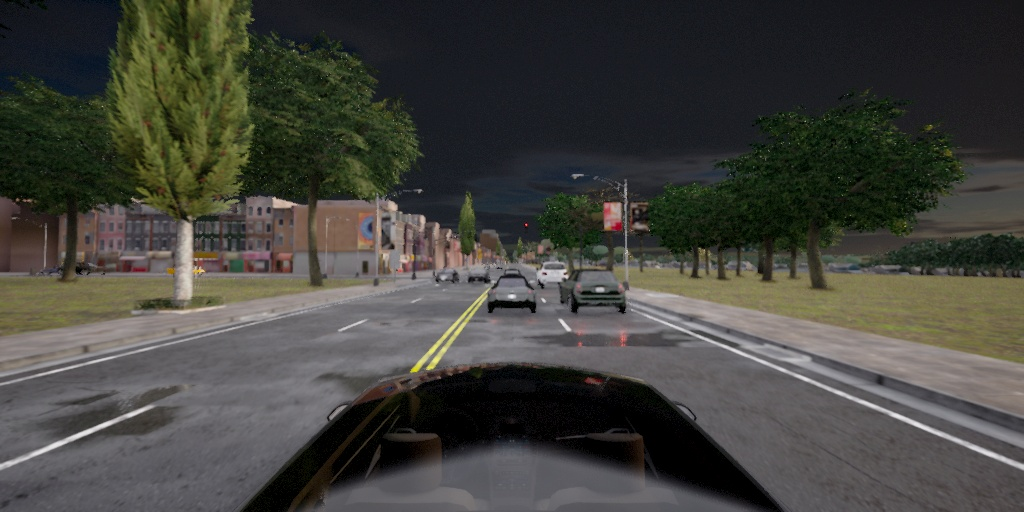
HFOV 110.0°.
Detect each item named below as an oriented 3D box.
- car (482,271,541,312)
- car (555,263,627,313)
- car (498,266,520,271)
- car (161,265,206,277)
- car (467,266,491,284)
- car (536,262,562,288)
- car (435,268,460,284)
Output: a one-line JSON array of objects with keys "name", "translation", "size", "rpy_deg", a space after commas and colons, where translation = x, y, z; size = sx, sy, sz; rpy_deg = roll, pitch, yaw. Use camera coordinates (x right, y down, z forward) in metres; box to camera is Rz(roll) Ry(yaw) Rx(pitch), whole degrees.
[{"name": "car", "translation": [0.015, 1.525, 15.395], "size": [1.994, 1.385, 4.181], "rpy_deg": [0, -1, 1]}, {"name": "car", "translation": [3.267, 1.310, 15.336], "size": [2.097, 1.767, 4.553], "rpy_deg": [0, -1, 0]}, {"name": "car", "translation": [0.015, 1.853, 30.424], "size": [1.837, 1.490, 4.892], "rpy_deg": [0, -1, 0]}, {"name": "car", "translation": [-43.835, 1.902, 47.813], "size": [5.008, 1.535, 1.882], "rpy_deg": [0, -2, 0]}, {"name": "car", "translation": [-3.285, 1.978, 35.928], "size": [1.882, 1.535, 5.008], "rpy_deg": [0, -2, 1]}, {"name": "car", "translation": [3.255, 1.545, 29.509], "size": [2.150, 2.045, 5.566], "rpy_deg": [0, -1, 0]}, {"name": "car", "translation": [-6.528, 2.013, 36.675], "size": [2.128, 1.511, 4.902], "rpy_deg": [0, -2, 1]}]
